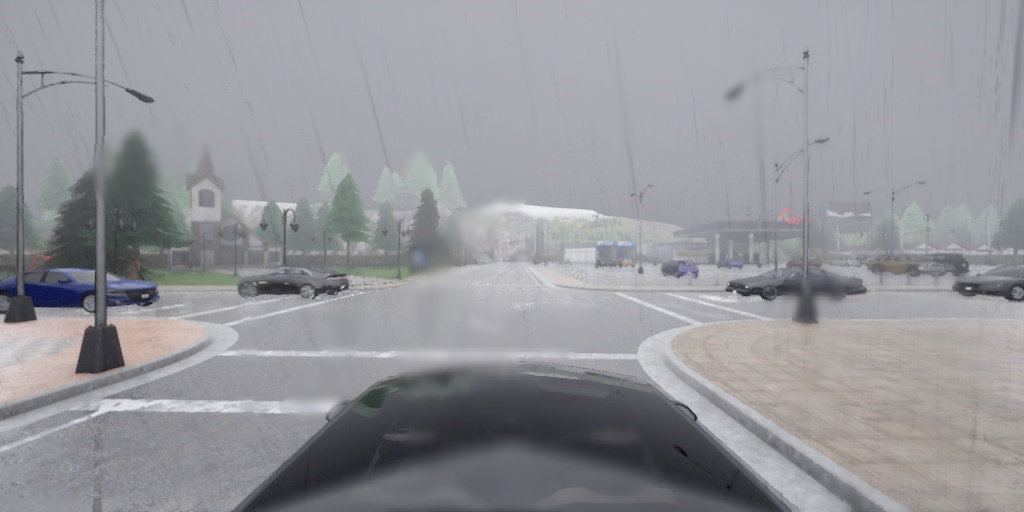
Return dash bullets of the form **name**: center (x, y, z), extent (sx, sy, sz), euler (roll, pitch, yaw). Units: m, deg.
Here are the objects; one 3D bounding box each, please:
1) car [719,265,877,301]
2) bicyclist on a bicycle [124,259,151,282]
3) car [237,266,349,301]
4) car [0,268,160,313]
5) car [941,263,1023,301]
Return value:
- **car**: center (12.884, 1.257, 16.437), extent (5.357, 1.411, 2.033), euler (0, 0, 1)
- **bicyclist on a bicycle**: center (-21.710, 1.005, 20.712), extent (0.582, 1.620, 1.656), euler (0, 0, 1)
- **car**: center (-10.116, 1.205, 16.647), extent (4.902, 1.511, 2.128), euler (0, 0, 8)
- **car**: center (-15.910, 1.194, 13.146), extent (5.008, 1.535, 1.882), euler (0, 0, 1)
- **car**: center (23.211, 1.213, 16.296), extent (4.892, 1.490, 1.837), euler (0, 0, 1)
